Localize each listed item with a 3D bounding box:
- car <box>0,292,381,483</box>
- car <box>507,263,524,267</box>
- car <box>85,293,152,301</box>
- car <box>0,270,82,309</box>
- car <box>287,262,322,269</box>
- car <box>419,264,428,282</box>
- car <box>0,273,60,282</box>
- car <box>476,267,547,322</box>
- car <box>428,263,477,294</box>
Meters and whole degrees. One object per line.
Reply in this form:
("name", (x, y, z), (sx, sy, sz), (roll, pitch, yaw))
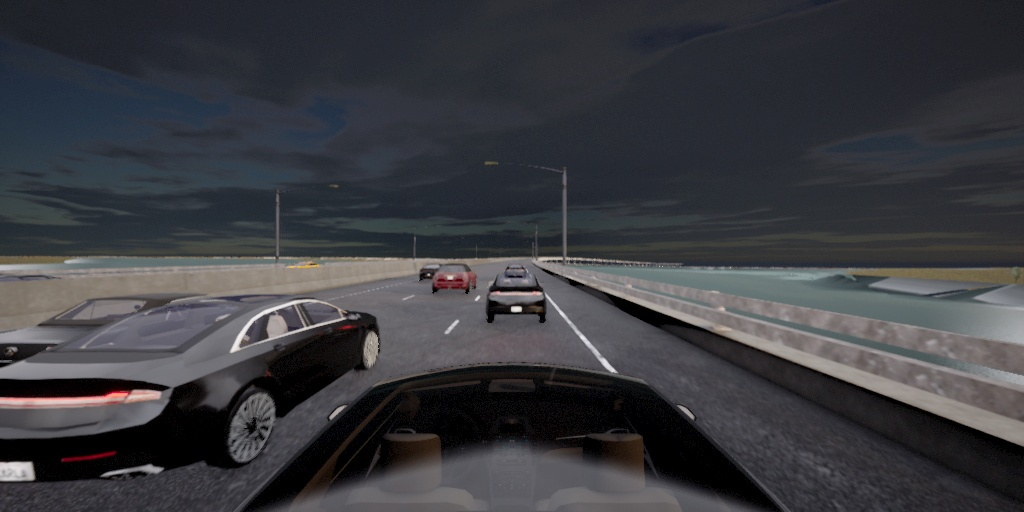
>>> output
("car", (-3.390, 1.258, 4.855), (2.128, 1.511, 4.902), (0, 0, 0))
("car", (0.309, 1.402, 32.177), (2.128, 1.511, 4.902), (0, 0, 1))
("car", (-6.885, 1.381, 7.230), (1.895, 1.301, 4.718), (0, 0, 0))
("car", (-21.056, 1.363, 14.025), (2.033, 1.411, 5.357), (0, 0, 0))
("car", (-24.164, 1.440, 41.888), (1.882, 1.535, 5.008), (0, 0, 1))
("car", (-6.700, 1.385, 31.500), (1.882, 1.535, 5.008), (0, 0, 1))
("car", (-17.564, 1.353, 12.232), (2.033, 1.411, 5.357), (0, 0, 0))
("car", (0.139, 1.301, 12.527), (2.128, 1.511, 4.902), (0, 0, 0))
("car", (-3.301, 1.208, 21.424), (2.097, 1.767, 4.553), (0, 0, 0))
